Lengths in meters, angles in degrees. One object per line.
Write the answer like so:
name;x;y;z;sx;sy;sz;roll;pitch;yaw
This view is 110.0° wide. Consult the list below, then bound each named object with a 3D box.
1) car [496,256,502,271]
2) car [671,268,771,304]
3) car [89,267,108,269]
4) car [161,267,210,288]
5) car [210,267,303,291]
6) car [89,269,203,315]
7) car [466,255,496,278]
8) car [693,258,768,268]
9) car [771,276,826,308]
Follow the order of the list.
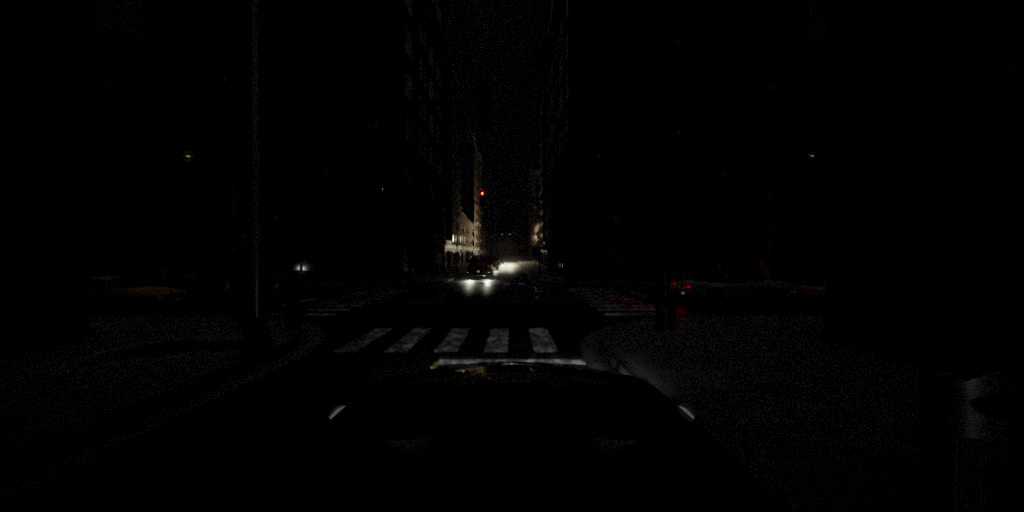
car;-2.928;0.919;49.801;2.150;2.045;5.566;0;0;0
car;9.721;1.335;15.732;4.718;1.301;1.895;0;0;0
car;-25.392;1.301;20.957;4.313;1.339;1.948;0;0;0
car;-19.980;1.314;20.959;4.207;1.307;1.802;0;0;0
car;-14.567;1.294;20.962;4.313;1.339;1.948;0;0;0
car;-14.402;1.296;12.937;4.829;1.417;1.751;0;0;0
car;-2.907;0.934;33.532;2.150;2.045;5.566;0;1;0
car;12.316;1.019;20.975;5.009;1.841;2.192;0;0;0
car;12.481;1.272;12.950;4.829;1.417;1.751;0;0;0
